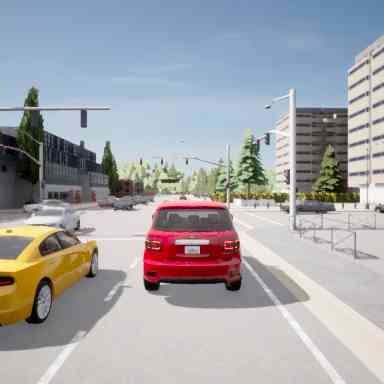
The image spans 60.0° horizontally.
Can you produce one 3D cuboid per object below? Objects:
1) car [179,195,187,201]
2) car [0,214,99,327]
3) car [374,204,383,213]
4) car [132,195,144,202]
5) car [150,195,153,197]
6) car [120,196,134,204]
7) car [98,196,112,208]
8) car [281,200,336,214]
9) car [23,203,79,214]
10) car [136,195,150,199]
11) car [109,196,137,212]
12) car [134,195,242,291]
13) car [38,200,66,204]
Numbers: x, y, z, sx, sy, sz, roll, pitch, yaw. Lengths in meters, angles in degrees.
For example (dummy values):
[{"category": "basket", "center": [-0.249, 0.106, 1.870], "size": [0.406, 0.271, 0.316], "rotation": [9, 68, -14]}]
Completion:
[{"category": "car", "center": [-2.357, 1.524, 87.236], "size": [1.812, 1.442, 4.674], "rotation": [0, 0, -2]}, {"category": "car", "center": [-3.480, 1.478, 7.167], "size": [1.882, 1.535, 5.008], "rotation": [0, 0, 0]}, {"category": "car", "center": [22.158, 1.547, 34.934], "size": [5.357, 1.411, 2.033], "rotation": [0, 0, -2]}, {"category": "car", "center": [-12.616, 1.498, 78.371], "size": [2.128, 1.511, 4.902], "rotation": [0, 0, -2]}, {"category": "car", "center": [-8.859, 1.500, 69.173], "size": [1.837, 1.490, 4.892], "rotation": [0, 0, -2]}, {"category": "car", "center": [-12.239, 1.505, 62.919], "size": [1.837, 1.490, 4.892], "rotation": [0, 0, -1]}, {"category": "car", "center": [-11.843, 1.352, 47.303], "size": [2.097, 1.767, 4.553], "rotation": [0, 0, -2]}, {"category": "car", "center": [12.075, 1.547, 34.627], "size": [5.357, 1.411, 2.033], "rotation": [0, 0, -2]}, {"category": "car", "center": [-7.343, 1.525, 17.819], "size": [1.812, 1.442, 4.674], "rotation": [0, 0, -1]}, {"category": "car", "center": [-8.574, 1.506, 55.807], "size": [1.837, 1.490, 4.892], "rotation": [0, 0, -1]}, {"category": "car", "center": [-8.090, 1.505, 39.498], "size": [1.837, 1.490, 4.892], "rotation": [0, 0, -2]}, {"category": "car", "center": [0.014, 1.221, 9.156], "size": [2.150, 2.045, 5.566], "rotation": [0, 0, 0]}, {"category": "car", "center": [-14.677, 1.525, 33.975], "size": [4.674, 1.442, 1.812], "rotation": [0, 1, -44]}]
